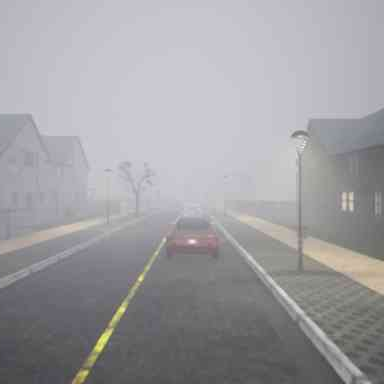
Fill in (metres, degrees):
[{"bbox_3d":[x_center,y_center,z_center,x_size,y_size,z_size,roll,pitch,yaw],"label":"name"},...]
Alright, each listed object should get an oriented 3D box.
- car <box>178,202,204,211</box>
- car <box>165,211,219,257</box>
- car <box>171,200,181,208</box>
[{"bbox_3d":[0.021,1.796,28.909,1.812,1.442,4.674,0,0,0],"label":"car"},{"bbox_3d":[0.018,1.692,13.460,1.994,1.385,4.181,0,0,0],"label":"car"},{"bbox_3d":[-2.754,2.113,60.593,2.033,1.411,5.357,0,-1,0],"label":"car"}]
